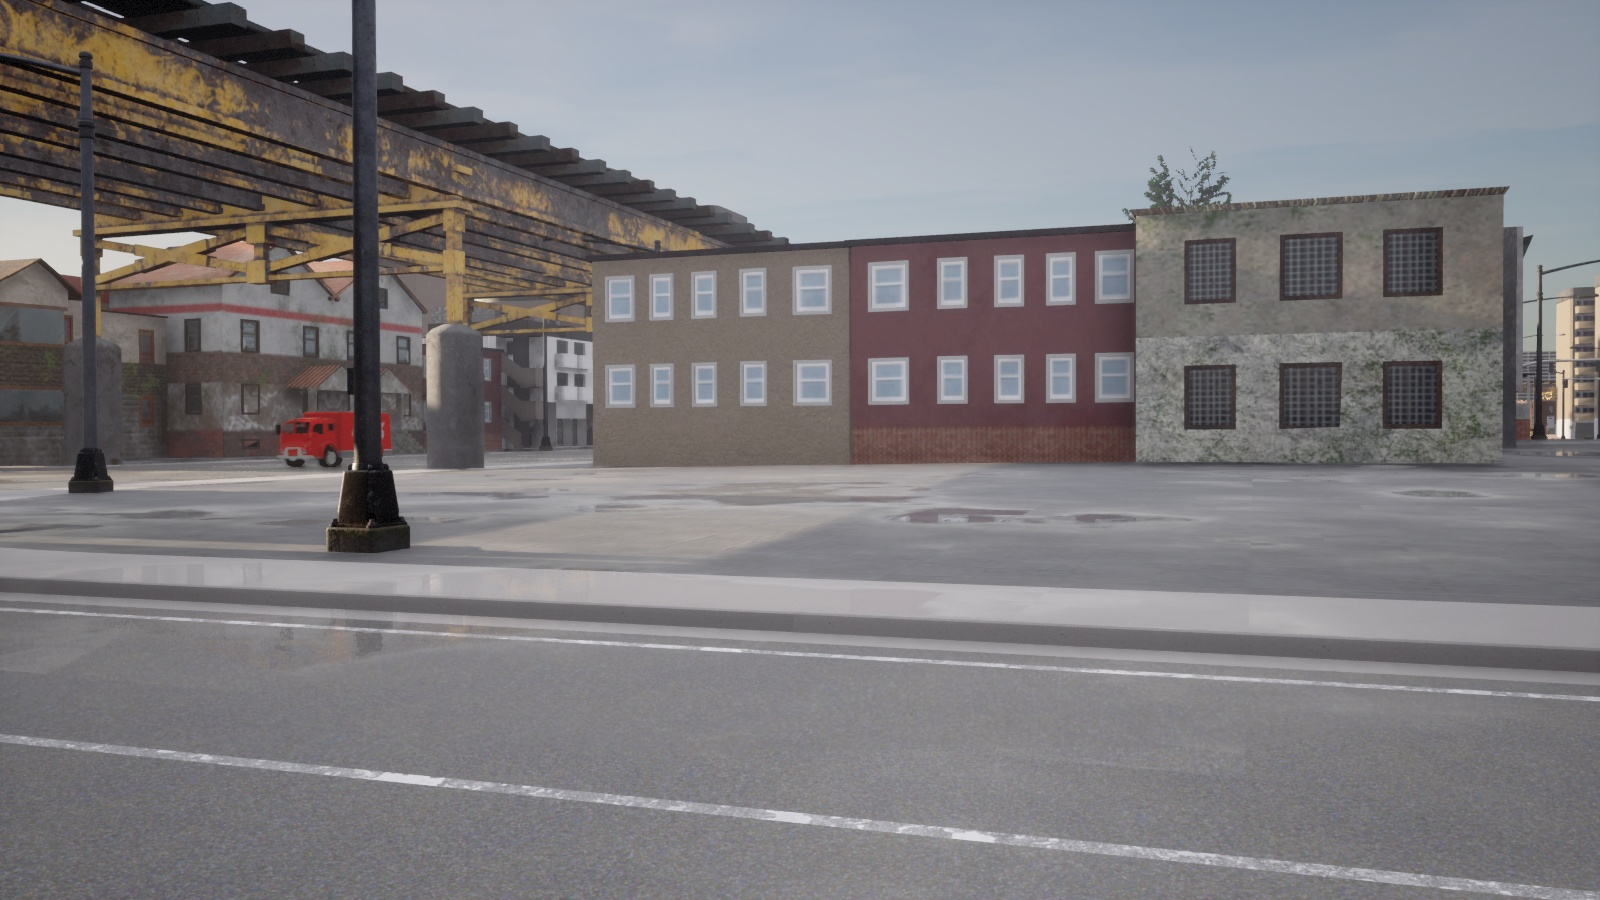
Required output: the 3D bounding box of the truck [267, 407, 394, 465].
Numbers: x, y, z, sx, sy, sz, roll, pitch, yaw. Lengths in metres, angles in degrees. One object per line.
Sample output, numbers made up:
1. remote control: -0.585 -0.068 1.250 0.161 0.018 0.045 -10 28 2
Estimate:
1. truck: -21.067 -0.646 56.650 2.627 2.467 5.204 1 1 20
